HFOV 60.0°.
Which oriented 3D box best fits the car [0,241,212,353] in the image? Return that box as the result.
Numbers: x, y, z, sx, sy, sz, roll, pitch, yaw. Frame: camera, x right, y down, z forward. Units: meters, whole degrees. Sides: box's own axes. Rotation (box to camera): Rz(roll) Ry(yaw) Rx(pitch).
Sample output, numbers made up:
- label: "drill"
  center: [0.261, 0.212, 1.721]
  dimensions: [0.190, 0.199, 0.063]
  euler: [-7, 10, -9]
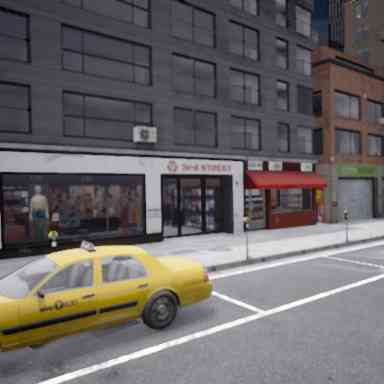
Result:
- label: "car"
  center: [-1.914, 1.513, 5.293]
  dimensions: [4.829, 1.417, 1.752]
  euler: [-1, 0, -35]
